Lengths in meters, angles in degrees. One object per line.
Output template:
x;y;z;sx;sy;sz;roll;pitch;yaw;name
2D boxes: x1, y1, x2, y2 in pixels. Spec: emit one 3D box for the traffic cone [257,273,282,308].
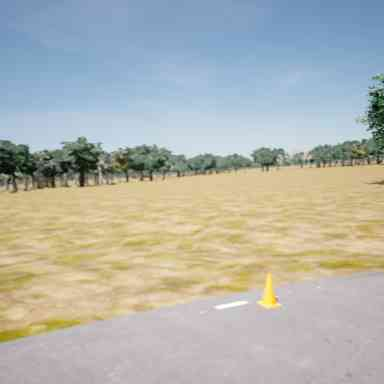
1.473;1.837;6.312;0.340;0.580;0.340;-1;2;-27;traffic cone
